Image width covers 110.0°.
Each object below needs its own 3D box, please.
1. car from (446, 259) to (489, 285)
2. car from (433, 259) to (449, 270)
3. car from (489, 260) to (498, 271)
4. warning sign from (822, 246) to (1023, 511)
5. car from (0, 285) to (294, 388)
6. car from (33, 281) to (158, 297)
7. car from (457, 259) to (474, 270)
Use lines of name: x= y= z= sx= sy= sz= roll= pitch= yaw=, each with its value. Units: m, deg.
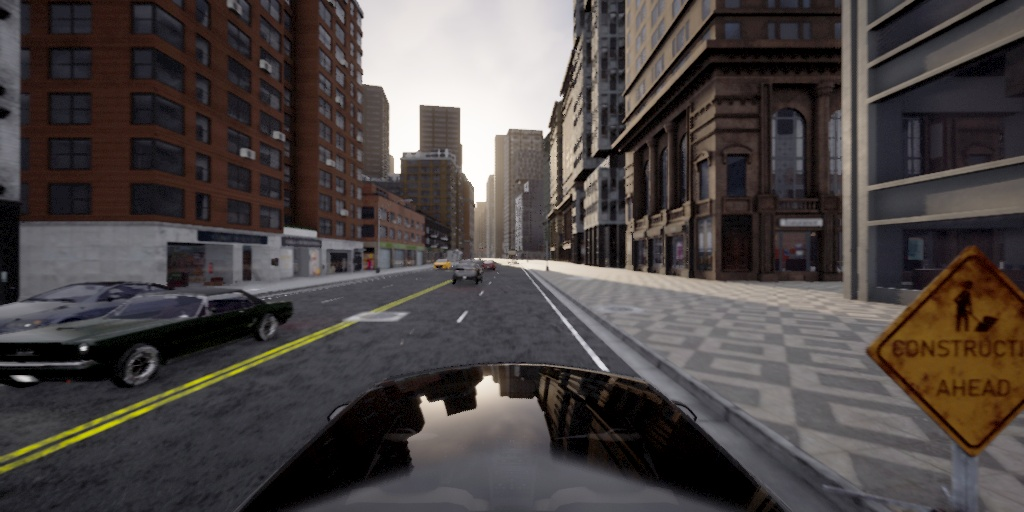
car: x=-3.142 y=1.223 z=26.242 sx=2.128 sy=1.511 sz=4.902 roll=0 pitch=0 yaw=0
car: x=-9.798 y=1.197 z=50.686 sx=1.882 sy=1.535 sz=5.008 roll=0 pitch=0 yaw=0
car: x=-3.133 y=1.245 z=49.299 sx=1.812 sy=1.442 sz=4.674 roll=0 pitch=0 yaw=0
warning sign: x=2.850 y=0.865 z=2.255 sx=1.300 sy=1.860 sz=1.060 roll=0 pitch=0 yaw=0
car: x=-6.589 y=1.347 z=7.050 sx=1.895 sy=1.301 sz=4.718 roll=0 pitch=0 yaw=0
car: x=-9.832 y=1.309 z=8.503 sx=1.994 sy=1.385 sz=4.181 roll=0 pitch=0 yaw=1
car: x=-6.551 y=1.225 z=50.903 sx=1.837 sy=1.490 sz=4.892 roll=0 pitch=0 yaw=0
